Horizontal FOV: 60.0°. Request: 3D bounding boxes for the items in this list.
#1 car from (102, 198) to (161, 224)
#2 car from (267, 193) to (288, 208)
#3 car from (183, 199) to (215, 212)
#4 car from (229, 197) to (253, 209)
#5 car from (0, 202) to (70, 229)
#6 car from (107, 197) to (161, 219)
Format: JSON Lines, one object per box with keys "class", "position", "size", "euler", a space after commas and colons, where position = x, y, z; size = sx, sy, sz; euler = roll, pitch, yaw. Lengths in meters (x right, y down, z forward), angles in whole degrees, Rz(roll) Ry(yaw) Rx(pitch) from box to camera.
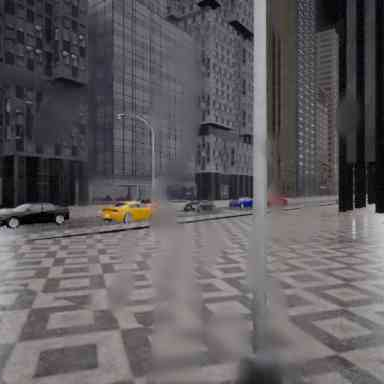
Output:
{"class": "car", "position": [-4.369, 1.450, 24.874], "size": [1.882, 1.535, 5.008], "euler": [0, 0, 36]}
{"class": "car", "position": [11.529, 1.159, 46.603], "size": [2.150, 2.045, 5.566], "euler": [0, 0, 36]}
{"class": "car", "position": [0.869, 1.519, 37.446], "size": [1.994, 1.385, 4.181], "euler": [0, 0, 36]}
{"class": "car", "position": [6.888, 1.419, 45.596], "size": [1.882, 1.535, 5.008], "euler": [0, 0, 38]}
{"class": "car", "position": [-10.520, 1.458, 21.882], "size": [1.882, 1.535, 5.008], "euler": [0, 0, 36]}
{"class": "car", "position": [-5.030, 1.320, 29.385], "size": [2.097, 1.767, 4.553], "euler": [0, 0, 36]}
